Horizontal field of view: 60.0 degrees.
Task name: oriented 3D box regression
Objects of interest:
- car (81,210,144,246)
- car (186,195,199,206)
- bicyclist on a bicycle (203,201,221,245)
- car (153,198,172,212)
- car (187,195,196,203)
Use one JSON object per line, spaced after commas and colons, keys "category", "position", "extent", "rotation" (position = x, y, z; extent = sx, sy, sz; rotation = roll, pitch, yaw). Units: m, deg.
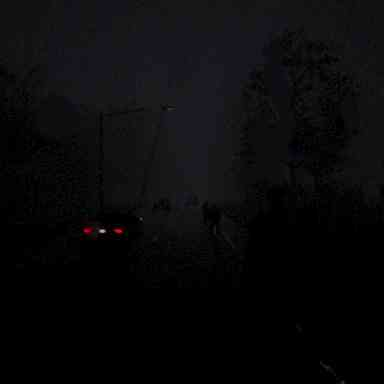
{"category": "car", "position": [-3.414, 1.547, 15.157], "extent": [2.033, 1.411, 5.357], "rotation": [0, 0, 0]}
{"category": "car", "position": [0.054, 1.353, 56.642], "extent": [2.097, 1.767, 4.553], "rotation": [0, 0, 0]}
{"category": "bicyclist on a bicycle", "position": [0.954, 1.370, 14.410], "extent": [0.659, 1.776, 1.843], "rotation": [0, 0, 0]}
{"category": "car", "position": [-3.434, 1.492, 39.284], "extent": [2.128, 1.511, 4.902], "rotation": [0, 0, 0]}
{"category": "car", "position": [-0.058, 1.504, 73.561], "extent": [1.837, 1.490, 4.892], "rotation": [0, 0, 0]}
